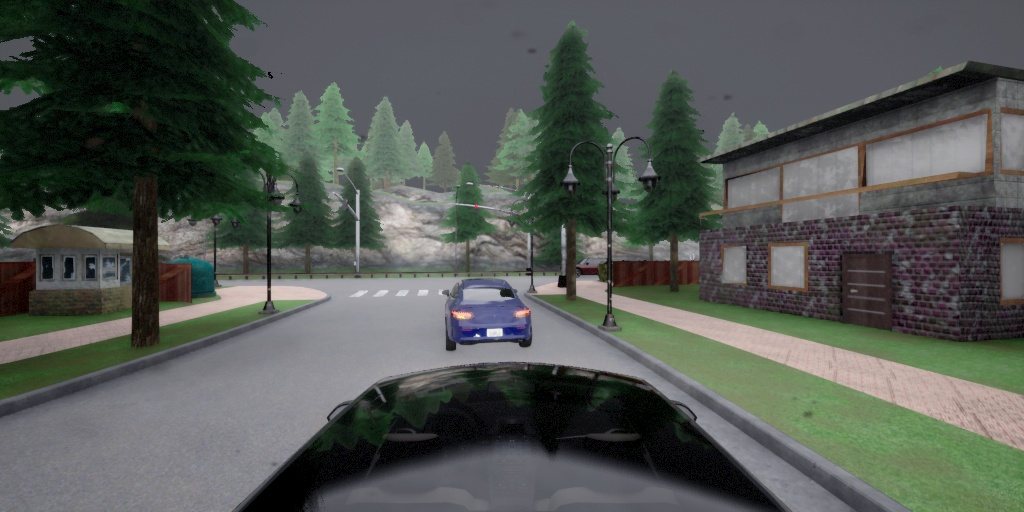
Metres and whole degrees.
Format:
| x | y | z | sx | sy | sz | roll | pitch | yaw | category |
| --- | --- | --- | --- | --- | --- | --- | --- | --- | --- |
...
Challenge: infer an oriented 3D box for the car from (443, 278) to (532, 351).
| x | y | z | sx | sy | sz | roll | pitch | yaw | category |
| --- | --- | --- | --- | --- | --- | --- | --- | --- | --- |
| -0.748 | 1.276 | 9.001 | 1.812 | 1.442 | 4.674 | 0 | 0 | -11 | car |

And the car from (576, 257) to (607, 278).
| x | y | z | sx | sy | sz | roll | pitch | yaw | category |
| --- | --- | --- | --- | --- | --- | --- | --- | --- | --- |
| 6.635 | 0.945 | 31.479 | 4.553 | 1.767 | 2.097 | 0 | 0 | -12 | car |
